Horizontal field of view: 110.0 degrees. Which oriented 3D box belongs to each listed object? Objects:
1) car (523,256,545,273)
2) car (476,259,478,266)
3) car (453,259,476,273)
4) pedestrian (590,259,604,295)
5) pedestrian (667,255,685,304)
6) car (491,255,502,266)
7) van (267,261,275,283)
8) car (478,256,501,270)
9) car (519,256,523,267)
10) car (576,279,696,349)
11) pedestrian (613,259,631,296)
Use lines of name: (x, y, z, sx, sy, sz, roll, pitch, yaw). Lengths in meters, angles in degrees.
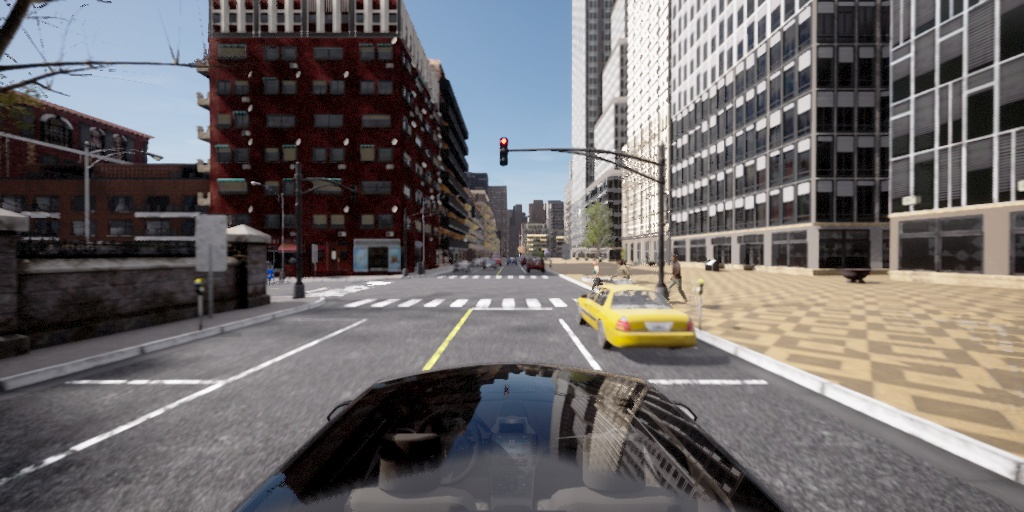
car: (2.695, 0.945, 41.119, 2.192, 1.841, 5.009, 0, 0, 0)
car: (-5.683, 1.144, 57.700, 2.007, 1.370, 4.403, 0, 0, 0)
car: (-5.685, 1.181, 41.121, 2.007, 1.370, 4.403, 0, 0, 0)
pedestrian: (3.468, 1.001, 14.584, 0.375, 1.860, 0.375, 0, 0, 0)
pedestrian: (6.097, 0.853, 13.383, 0.375, 1.860, 0.375, 0, 0, 0)
car: (-3.010, 0.802, 65.030, 2.150, 2.045, 5.566, 0, 0, 0)
van: (-20.763, 1.305, 27.884, 3.998, 1.789, 1.690, 0, 0, -1)
car: (-3.061, 1.104, 49.036, 2.128, 1.511, 4.902, 0, 0, 0)
car: (2.698, 0.898, 63.224, 2.192, 1.841, 5.009, 0, 0, 0)
car: (2.690, 1.252, 8.877, 1.751, 1.417, 4.829, 0, 0, 0)
pedestrian: (4.306, 0.980, 14.080, 0.375, 1.860, 0.375, 0, 0, 0)
